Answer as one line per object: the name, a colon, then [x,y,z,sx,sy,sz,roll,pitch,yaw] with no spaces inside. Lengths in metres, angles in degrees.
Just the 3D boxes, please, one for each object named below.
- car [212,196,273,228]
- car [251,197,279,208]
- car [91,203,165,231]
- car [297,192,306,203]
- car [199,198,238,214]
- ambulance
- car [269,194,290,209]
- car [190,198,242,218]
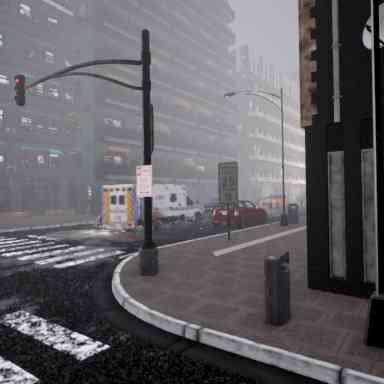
car: [2.933,1.201,19.842,1.967,1.590,4.097,-1,0,36]
car: [9.498,1.311,43.129,1.947,1.339,4.313,-1,0,36]
car: [-3.846,1.464,20.592,1.994,1.385,4.181,-1,0,36]
car: [19.550,0.931,56.827,2.192,1.841,5.009,-1,0,36]
car: [2.793,1.384,33.996,2.008,1.369,4.403,-1,0,36]
ambulance: [-1.813,0.869,18.135,2.351,2.431,6.366,-2,-1,36]
car: [9.671,1.076,38.898,2.097,1.767,4.553,-1,-1,40]
car: [2.159,1.311,28.764,2.128,1.511,4.902,-1,0,37]
